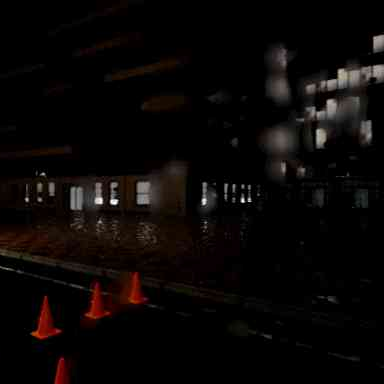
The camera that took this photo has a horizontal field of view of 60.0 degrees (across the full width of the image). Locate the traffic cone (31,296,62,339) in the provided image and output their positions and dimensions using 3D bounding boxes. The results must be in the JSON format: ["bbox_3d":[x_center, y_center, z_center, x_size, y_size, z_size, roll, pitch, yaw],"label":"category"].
[{"bbox_3d":[-2.326,1.958,5.307,0.340,0.580,0.340,0,0,36],"label":"traffic cone"}]

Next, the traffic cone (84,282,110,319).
[{"bbox_3d":[-1.739,1.958,6.116,0.340,0.580,0.340,0,0,36],"label":"traffic cone"}]

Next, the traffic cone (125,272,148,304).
[{"bbox_3d":[-1.150,1.958,6.925,0.340,0.580,0.340,0,0,36],"label":"traffic cone"}]

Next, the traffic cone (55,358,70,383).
[{"bbox_3d":[-1.297,1.957,3.322,0.340,0.580,0.340,0,0,36],"label":"traffic cone"}]
